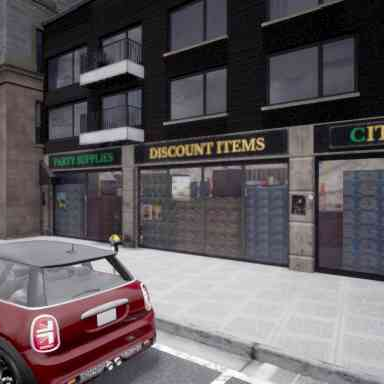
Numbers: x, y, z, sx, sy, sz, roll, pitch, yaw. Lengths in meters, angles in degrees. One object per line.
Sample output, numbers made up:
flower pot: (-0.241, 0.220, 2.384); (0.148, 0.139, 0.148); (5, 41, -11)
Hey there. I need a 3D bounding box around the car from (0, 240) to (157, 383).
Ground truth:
car: (-2.542, 1.440, 4.894); (4.097, 1.590, 1.967); (0, 0, 36)
